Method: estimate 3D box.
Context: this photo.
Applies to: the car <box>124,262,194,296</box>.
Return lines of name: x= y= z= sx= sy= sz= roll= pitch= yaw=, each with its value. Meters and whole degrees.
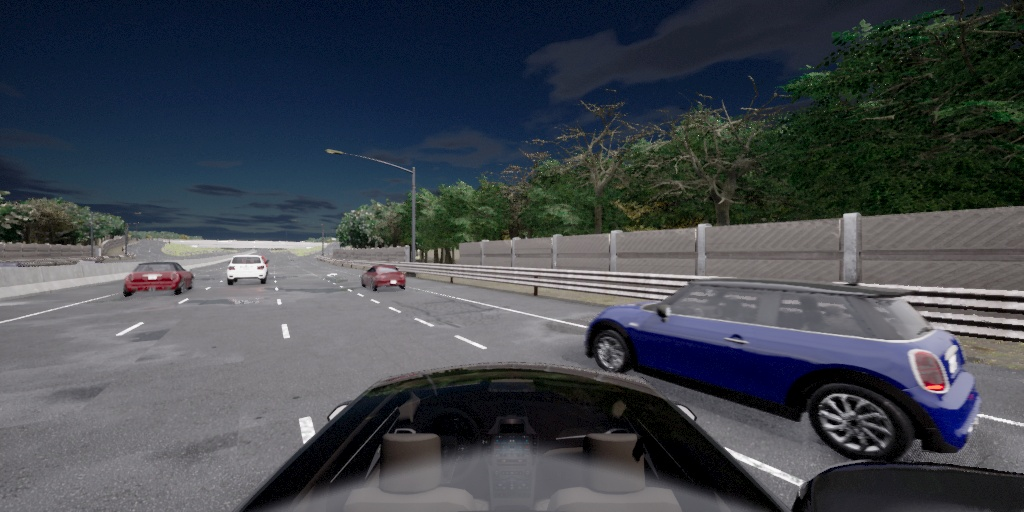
car: x=-18.907 y=1.091 z=19.408 sx=2.097 sy=1.767 sz=4.553 roll=0 pitch=0 yaw=-34

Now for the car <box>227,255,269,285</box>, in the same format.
car: x=-19.283 y=0.957 z=26.244 sx=2.150 sy=2.045 sz=5.566 roll=0 pitch=0 yaw=-34

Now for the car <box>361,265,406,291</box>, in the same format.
car: x=-7.852 y=1.270 z=21.817 sx=1.812 sy=1.442 sz=4.674 roll=0 pitch=0 yaw=-34

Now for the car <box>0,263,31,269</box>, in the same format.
car: x=-43.920 y=1.278 z=31.253 sx=1.994 sy=1.385 sz=4.181 roll=0 pitch=0 yaw=-34

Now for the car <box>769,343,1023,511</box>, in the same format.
car: x=2.984 y=1.315 z=0.502 sx=4.181 sy=1.385 sz=1.994 roll=0 pitch=0 yaw=34

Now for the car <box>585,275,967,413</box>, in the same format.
car: x=3.255 y=1.103 z=5.376 sx=2.097 sy=1.767 sz=4.553 roll=0 pitch=0 yaw=-34

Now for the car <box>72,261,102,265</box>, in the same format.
car: x=-43.200 y=1.236 z=36.491 sx=1.812 sy=1.442 sz=4.674 roll=0 pitch=0 yaw=-33
